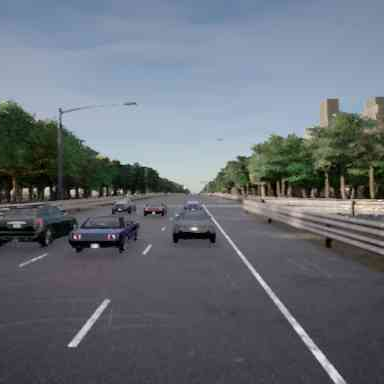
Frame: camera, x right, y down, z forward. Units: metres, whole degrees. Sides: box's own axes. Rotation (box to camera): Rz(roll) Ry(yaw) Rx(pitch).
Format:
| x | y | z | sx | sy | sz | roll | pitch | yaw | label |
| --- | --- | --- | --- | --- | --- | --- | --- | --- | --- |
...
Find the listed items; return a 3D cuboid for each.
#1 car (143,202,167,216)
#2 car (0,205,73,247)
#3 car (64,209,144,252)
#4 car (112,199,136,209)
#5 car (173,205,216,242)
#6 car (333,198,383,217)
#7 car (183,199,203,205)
| x | y | z | sx | sy | sz | roll | pitch | yaw | label |
| --- | --- | --- | --- | --- | --- | --- | --- | --- | --- |
| -3.396 | 1.568 | 31.754 | 1.895 | 1.301 | 4.718 | 0 | 0 | 0 | car |
| -6.897 | 1.356 | 15.247 | 2.097 | 1.767 | 4.553 | 0 | 0 | 0 | car |
| -3.399 | 1.605 | 13.887 | 1.895 | 1.301 | 4.718 | 0 | 0 | 0 | car |
| -6.898 | 1.482 | 34.066 | 1.812 | 1.442 | 4.674 | 0 | 0 | 0 | car |
| 0.102 | 1.568 | 16.418 | 1.994 | 1.385 | 4.181 | 0 | 0 | 0 | car |
| 14.870 | 1.319 | 29.354 | 1.801 | 1.575 | 5.366 | 0 | -1 | -27 | car |
| 0.103 | 1.483 | 33.985 | 1.812 | 1.442 | 4.674 | 0 | 0 | 0 | car |
